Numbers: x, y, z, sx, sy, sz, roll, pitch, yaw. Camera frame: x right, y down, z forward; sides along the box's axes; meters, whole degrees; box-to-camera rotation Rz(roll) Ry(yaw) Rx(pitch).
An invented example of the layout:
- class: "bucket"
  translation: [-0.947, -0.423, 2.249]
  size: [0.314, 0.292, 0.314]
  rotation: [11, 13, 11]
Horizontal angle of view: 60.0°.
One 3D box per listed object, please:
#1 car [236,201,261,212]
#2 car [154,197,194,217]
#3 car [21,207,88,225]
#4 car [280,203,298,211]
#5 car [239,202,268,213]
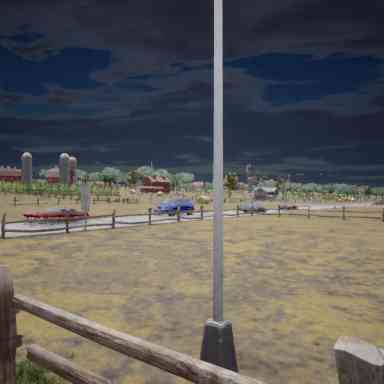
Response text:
- class: "car"
  translation: [9.047, 2.305, 53.015]
  size: [1.837, 1.490, 4.892]
  rotation: [2, 0, 36]
- class: "car"
  translation: [-1.942, 1.673, 37.932]
  size: [2.150, 2.045, 5.566]
  rotation: [2, 1, 35]
- class: "car"
  translation: [-10.620, 1.813, 25.941]
  size: [1.895, 1.301, 4.718]
  rotation: [2, 0, 36]
- class: "car"
  translation: [17.537, 2.670, 59.910]
  size: [1.895, 1.301, 4.718]
  rotation: [2, 0, 36]
- class: "car"
  translation: [9.303, 2.360, 48.499]
  size: [2.033, 1.411, 5.357]
  rotation: [2, 0, 35]
